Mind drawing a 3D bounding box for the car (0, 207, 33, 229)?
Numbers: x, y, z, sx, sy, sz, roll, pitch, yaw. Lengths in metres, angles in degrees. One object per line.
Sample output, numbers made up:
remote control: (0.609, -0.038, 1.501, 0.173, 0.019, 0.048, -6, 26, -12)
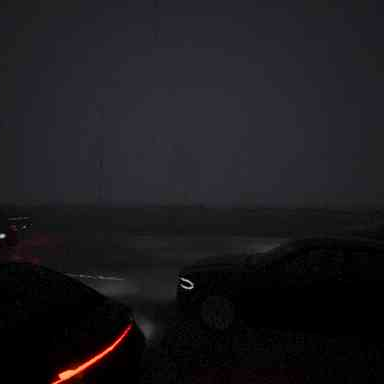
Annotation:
car: (-10.418, 1.489, 16.758, 4.902, 1.511, 2.128, 0, 0, 17)

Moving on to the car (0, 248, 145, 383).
car: (-2.911, 1.504, 3.495, 4.892, 1.490, 1.837, 0, 0, 17)

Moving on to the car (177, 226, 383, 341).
car: (2.207, 1.477, 5.594, 5.008, 1.535, 1.882, 0, 0, 17)

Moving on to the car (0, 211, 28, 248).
car: (-8.761, 1.564, 12.596, 4.181, 1.385, 1.994, 0, 0, 17)

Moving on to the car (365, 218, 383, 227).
car: (7.156, 1.525, 11.404, 4.674, 1.442, 1.812, 0, 0, 17)
